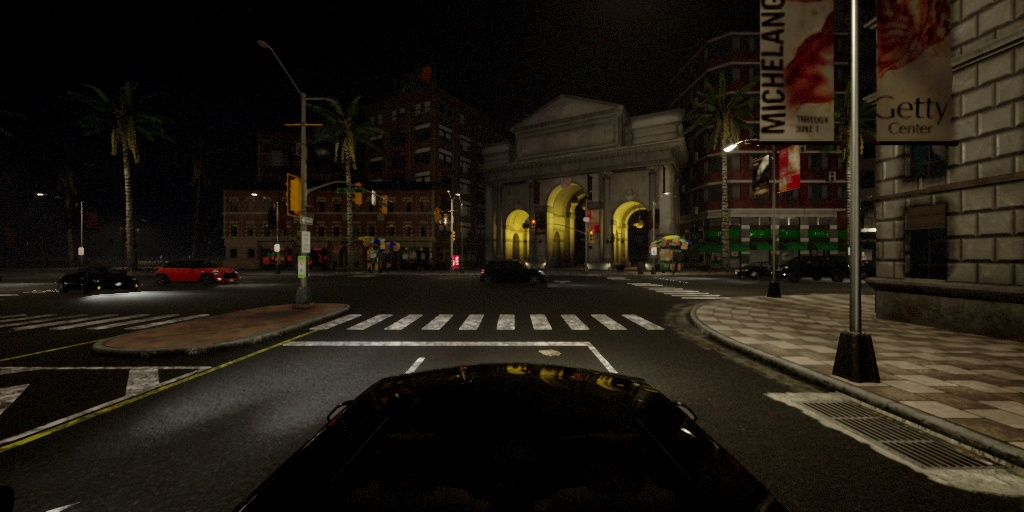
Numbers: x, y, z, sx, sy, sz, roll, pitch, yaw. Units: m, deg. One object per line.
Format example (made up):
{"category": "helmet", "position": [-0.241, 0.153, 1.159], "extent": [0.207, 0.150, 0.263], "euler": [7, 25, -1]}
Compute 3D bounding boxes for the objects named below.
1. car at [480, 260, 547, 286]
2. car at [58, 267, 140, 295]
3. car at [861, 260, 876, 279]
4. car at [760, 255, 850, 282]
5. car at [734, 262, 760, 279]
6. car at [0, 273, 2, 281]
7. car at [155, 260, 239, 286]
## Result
{"category": "car", "position": [0.100, 1.102, 24.687], "extent": [4.553, 1.767, 2.097], "euler": [0, 0, 0]}
{"category": "car", "position": [-22.641, 1.314, 19.687], "extent": [4.181, 1.385, 1.994], "euler": [0, 0, 22]}
{"category": "car", "position": [31.291, 1.102, 31.558], "extent": [4.553, 1.767, 2.097], "euler": [0, 0, 2]}
{"category": "car", "position": [23.289, 0.971, 28.228], "extent": [5.566, 2.045, 2.150], "euler": [0, 0, 0]}
{"category": "car", "position": [22.314, 1.241, 31.724], "extent": [4.902, 1.511, 2.128], "euler": [0, 0, 0]}
{"category": "car", "position": [-38.842, 1.104, 24.937], "extent": [4.553, 1.767, 2.097], "euler": [0, 0, 0]}
{"category": "car", "position": [-21.663, 1.102, 24.826], "extent": [4.553, 1.767, 2.097], "euler": [0, 0, 0]}
